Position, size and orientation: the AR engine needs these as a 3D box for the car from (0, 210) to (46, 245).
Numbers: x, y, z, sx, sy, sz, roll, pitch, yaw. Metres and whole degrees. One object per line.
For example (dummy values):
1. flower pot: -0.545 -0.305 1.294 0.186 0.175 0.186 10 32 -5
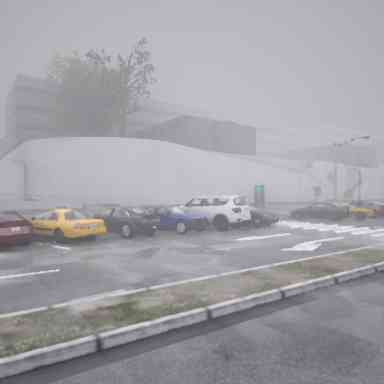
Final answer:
1. car: -8.714 1.519 14.147 4.792 1.488 2.163 -1 -1 35

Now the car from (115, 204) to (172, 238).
1. car: -3.827 1.494 17.588 4.892 1.521 2.231 -1 -1 35

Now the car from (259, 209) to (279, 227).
1. car: 3.454 1.513 22.795 4.892 1.521 2.231 -1 -1 34

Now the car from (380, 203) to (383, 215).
1. car: 15.575 1.620 31.450 4.792 1.488 2.163 -1 -1 35

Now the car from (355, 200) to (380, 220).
1. car: 13.325 1.564 29.602 5.366 1.575 1.946 -1 -1 35

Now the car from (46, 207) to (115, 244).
1. car: -6.414 1.489 15.967 5.366 1.575 1.946 -1 -1 35

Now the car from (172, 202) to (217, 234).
1. car: -1.403 1.497 19.331 5.008 1.535 2.097 -1 -1 35

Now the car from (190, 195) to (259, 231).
1. car: 0.999 1.251 21.070 5.566 2.045 2.435 -1 -1 35

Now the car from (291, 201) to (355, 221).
1. car: 10.744 1.591 27.971 4.674 1.452 2.002 -1 -1 35
